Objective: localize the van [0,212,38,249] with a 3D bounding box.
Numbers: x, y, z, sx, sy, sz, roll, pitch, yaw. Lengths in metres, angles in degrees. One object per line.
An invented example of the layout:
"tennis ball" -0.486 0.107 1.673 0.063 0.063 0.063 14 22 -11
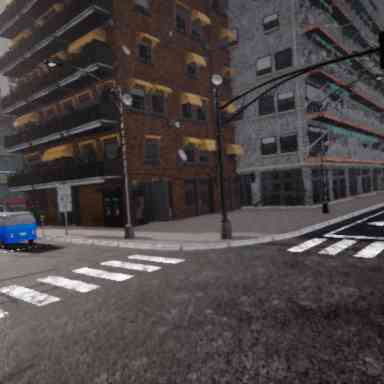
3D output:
"van" -9.961 1.989 18.023 3.998 1.788 1.690 -4 1 41
